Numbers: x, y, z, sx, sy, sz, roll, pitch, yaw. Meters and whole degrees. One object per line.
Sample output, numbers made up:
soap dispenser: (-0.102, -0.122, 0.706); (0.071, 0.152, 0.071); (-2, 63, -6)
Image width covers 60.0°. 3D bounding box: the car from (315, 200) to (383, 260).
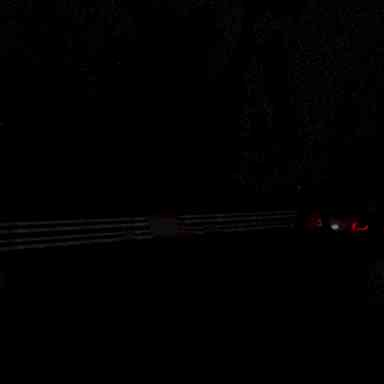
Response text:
car: (7.272, 1.358, 13.380); (5.566, 2.045, 2.150); (1, -1, -35)
